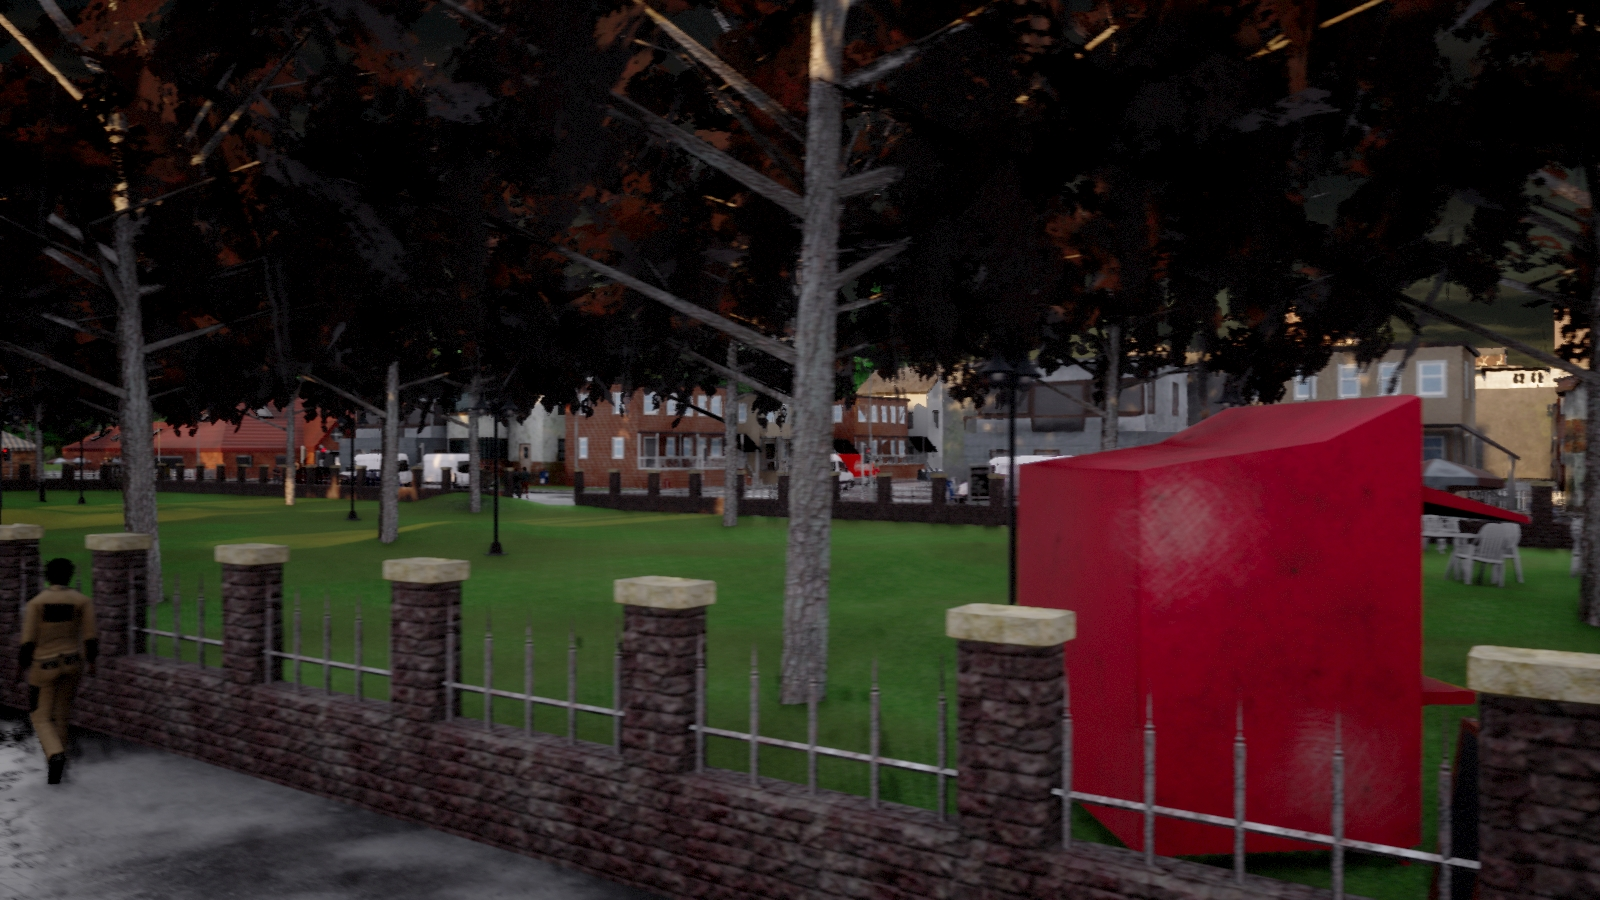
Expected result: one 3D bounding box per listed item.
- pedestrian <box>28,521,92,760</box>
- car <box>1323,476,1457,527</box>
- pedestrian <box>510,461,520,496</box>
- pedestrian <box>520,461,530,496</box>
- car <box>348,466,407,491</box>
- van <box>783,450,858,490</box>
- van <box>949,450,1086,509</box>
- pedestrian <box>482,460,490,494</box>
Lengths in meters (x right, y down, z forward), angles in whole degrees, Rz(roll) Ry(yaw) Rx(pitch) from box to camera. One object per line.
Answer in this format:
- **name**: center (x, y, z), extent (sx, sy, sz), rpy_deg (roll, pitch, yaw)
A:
- **pedestrian**: center (-6.025, 1.523, 9.300), extent (0.375, 1.860, 0.375), rpy_deg (0, 0, -43)
- **car**: center (20.742, 1.767, 40.228), extent (3.988, 1.617, 1.851), rpy_deg (0, 0, 35)
- **pedestrian**: center (-15.169, 1.512, 60.849), extent (0.375, 1.860, 0.375), rpy_deg (0, 0, -42)
- **pedestrian**: center (-14.767, 1.512, 61.341), extent (0.375, 1.860, 0.375), rpy_deg (0, 0, -39)
- **car**: center (-27.065, 1.804, 73.201), extent (3.633, 1.501, 1.845), rpy_deg (0, 0, 36)
- **van**: center (1.437, 1.295, 76.870), extent (1.988, 2.561, 5.915), rpy_deg (0, 0, 36)
- **van**: center (9.939, 1.300, 52.474), extent (5.915, 2.561, 1.988), rpy_deg (0, 0, 35)
- **pedestrian**: center (-17.544, 1.511, 63.913), extent (0.375, 1.860, 0.375), rpy_deg (0, 0, -23)
